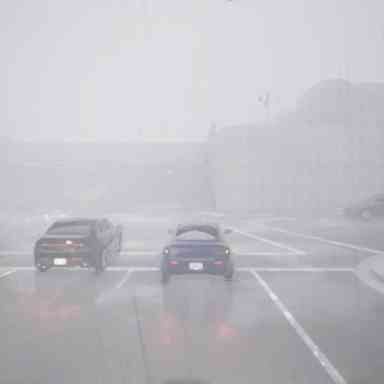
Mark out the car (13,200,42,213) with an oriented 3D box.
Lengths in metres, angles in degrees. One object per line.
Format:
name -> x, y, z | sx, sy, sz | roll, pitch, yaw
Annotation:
car -> -18.301, 1.624, 37.876 | 1.895, 1.301, 4.718 | 0, 0, -1

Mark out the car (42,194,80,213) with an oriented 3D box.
car -> -14.820, 1.245, 38.494 | 2.150, 2.045, 5.566 | 0, 0, -1

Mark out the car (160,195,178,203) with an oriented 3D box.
car -> -4.782, 1.400, 69.051 | 2.097, 1.767, 4.553 | 0, 0, 6

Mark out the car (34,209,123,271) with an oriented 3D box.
car -> -3.515, 1.539, 11.052 | 1.837, 1.490, 4.892 | 0, 0, -2

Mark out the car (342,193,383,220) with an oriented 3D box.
car -> 12.479, 0.907, 22.047 | 4.892, 1.490, 1.837 | -7, 0, 0

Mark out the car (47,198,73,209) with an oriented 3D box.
car -> -18.503, 1.592, 46.687 | 1.994, 1.385, 4.181 | 0, 0, -1

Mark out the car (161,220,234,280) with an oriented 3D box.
car -> 0.213, 1.555, 9.914 | 1.812, 1.442, 4.674 | 0, -1, 3

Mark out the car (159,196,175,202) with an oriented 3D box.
car -> -5.971, 1.603, 78.899 | 1.994, 1.385, 4.181 | 0, 0, 24

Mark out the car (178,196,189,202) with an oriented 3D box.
car -> -2.287, 1.575, 78.690 | 1.812, 1.442, 4.674 | 0, 0, 24
